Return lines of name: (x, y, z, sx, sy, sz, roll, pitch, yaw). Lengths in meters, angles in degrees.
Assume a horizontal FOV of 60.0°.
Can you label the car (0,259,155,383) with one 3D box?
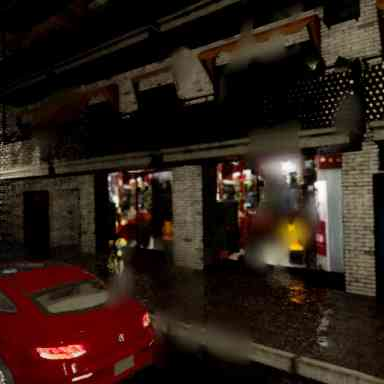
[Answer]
car: (-2.376, 1.616, 4.586, 4.206, 1.307, 1.802, -1, -1, 36)
